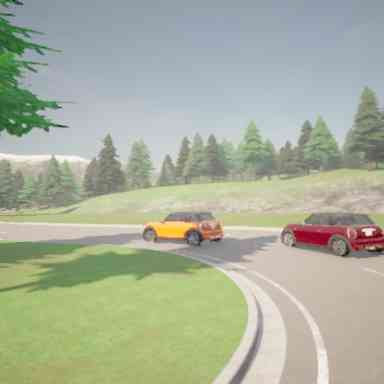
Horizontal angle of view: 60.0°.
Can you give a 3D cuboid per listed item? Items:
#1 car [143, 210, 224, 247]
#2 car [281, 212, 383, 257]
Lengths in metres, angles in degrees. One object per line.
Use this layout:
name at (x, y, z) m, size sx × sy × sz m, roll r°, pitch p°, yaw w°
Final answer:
car at (-0.608, 1.868, 18.345) m, size 4.553 × 1.767 × 2.097 m, roll -2°, pitch -2°, yaw 37°
car at (5.925, 1.654, 14.566) m, size 2.097 × 1.767 × 4.553 m, roll -1°, pitch -2°, yaw -22°
